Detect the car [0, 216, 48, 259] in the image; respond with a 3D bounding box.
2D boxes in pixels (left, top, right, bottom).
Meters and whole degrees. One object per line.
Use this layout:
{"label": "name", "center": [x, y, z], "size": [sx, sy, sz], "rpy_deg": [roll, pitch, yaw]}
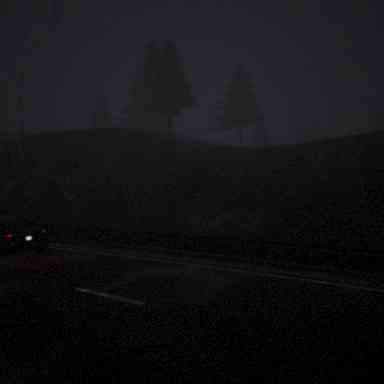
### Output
{"label": "car", "center": [-7.541, 1.630, 12.804], "size": [4.181, 1.385, 1.994], "rpy_deg": [-1, 0, 30]}
